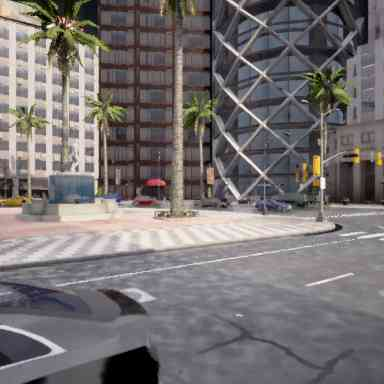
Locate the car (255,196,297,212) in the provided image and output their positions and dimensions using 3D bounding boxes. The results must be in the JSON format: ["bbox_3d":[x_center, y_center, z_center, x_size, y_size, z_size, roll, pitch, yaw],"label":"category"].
[{"bbox_3d":[9.625,1.526,39.480,1.812,1.442,4.674,0,0,-39],"label":"car"}]

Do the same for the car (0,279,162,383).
[{"bbox_3d":[-2.548,1.491,2.168,4.902,1.511,2.128,0,0,-35],"label":"car"}]

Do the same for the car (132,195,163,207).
[{"bbox_3d":[-6.692,1.351,50.698,4.553,1.767,2.097,0,0,16],"label":"car"}]

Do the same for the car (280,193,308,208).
[{"bbox_3d":[13.355,1.221,46.284,2.150,2.045,5.566,0,0,-42],"label":"car"}]

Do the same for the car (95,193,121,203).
[{"bbox_3d":[-15.524,1.223,59.404,5.566,2.045,2.150,0,0,3],"label":"car"}]

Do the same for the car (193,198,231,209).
[{"bbox_3d":[2.737,1.547,46.229,5.357,1.411,2.033,0,0,34],"label":"car"}]

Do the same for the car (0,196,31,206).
[{"bbox_3d":[-28.766,1.478,54.459,5.008,1.535,1.882,0,0,-14],"label":"car"}]
